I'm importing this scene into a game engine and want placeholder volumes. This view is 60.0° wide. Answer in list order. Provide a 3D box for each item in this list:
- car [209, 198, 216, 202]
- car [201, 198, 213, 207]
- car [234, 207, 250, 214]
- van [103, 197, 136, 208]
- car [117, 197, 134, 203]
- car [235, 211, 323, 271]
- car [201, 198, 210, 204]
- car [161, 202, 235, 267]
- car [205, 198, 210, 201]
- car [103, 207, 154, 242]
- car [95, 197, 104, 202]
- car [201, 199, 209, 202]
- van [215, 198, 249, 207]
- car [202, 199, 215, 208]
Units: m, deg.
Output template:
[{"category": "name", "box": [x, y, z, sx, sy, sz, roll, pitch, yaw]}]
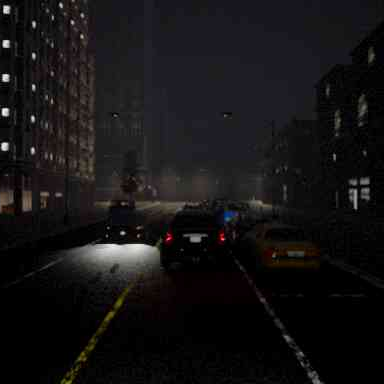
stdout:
[{"category": "car", "box": [2.708, 1.577, 27.214, 1.967, 1.590, 4.097, 1, 0, 0]}, {"category": "car", "box": [2.710, 1.840, 60.079, 2.008, 1.369, 4.403, 1, 0, 0]}, {"category": "car", "box": [2.705, 1.634, 16.258, 2.008, 1.369, 4.403, 1, 0, 0]}, {"category": "van", "box": [-5.670, 1.479, 27.213, 1.690, 1.788, 3.998, 1, 0, 0]}, {"category": "car", "box": [-17.415, 2.070, 87.162, 4.206, 1.307, 1.802, -1, -1, 1]}, {"category": "car", "box": [2.705, 1.582, 10.950, 1.752, 1.417, 4.829, 1, 0, 0]}, {"category": "car", "box": [2.835, 1.921, 71.031, 1.802, 1.307, 4.206, 1, 0, 0]}, {"category": "car", "box": [0.104, 1.414, 11.823, 2.097, 1.767, 4.553, 0, 0, 0]}, {"category": "car", "box": [2.711, 1.479, 32.693, 2.192, 1.841, 5.009, 1, 0, 0]}, {"category": "car", "box": [-3.095, 1.650, 16.841, 1.994, 1.385, 4.181, 0, 0, 0]}, {"category": "car", "box": [-23.099, 1.983, 87.219, 4.097, 1.590, 1.967, -1, -1, 1]}, {"category": "car", "box": [0.104, 1.636, 28.639, 2.128, 1.511, 4.902, 0, 0, 0]}, {"category": "van", "box": [2.709, 1.452, 21.737, 1.690, 1.788, 3.998, 1, 0, 0]}, {"category": "car", "box": [2.709, 1.831, 54.601, 1.947, 1.339, 4.313, 1, 0, 0]}]
